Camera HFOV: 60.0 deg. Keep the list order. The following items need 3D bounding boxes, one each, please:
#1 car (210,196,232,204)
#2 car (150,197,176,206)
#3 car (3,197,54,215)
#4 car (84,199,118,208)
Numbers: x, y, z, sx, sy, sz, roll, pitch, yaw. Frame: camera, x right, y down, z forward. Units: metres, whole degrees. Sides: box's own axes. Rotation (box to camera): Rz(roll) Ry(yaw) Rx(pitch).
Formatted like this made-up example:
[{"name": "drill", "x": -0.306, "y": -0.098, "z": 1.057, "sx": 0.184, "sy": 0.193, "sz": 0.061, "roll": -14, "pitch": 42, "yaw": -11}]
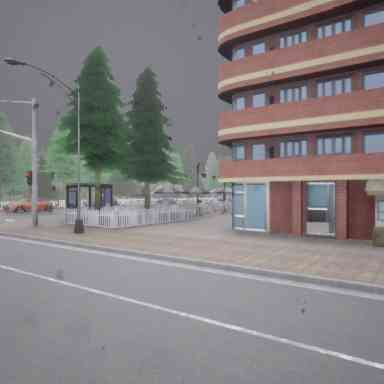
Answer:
[{"name": "car", "x": 5.483, "y": 1.509, "z": 62.300, "sx": 4.181, "sy": 1.385, "sz": 1.994, "roll": 0, "pitch": 0, "yaw": -29}, {"name": "car", "x": -4.365, "y": 1.508, "z": 49.899, "sx": 1.994, "sy": 1.385, "sz": 4.181, "roll": 0, "pitch": 0, "yaw": 42}, {"name": "car", "x": -16.499, "y": 1.296, "z": 33.609, "sx": 2.097, "sy": 1.767, "sz": 4.553, "roll": 0, "pitch": 0, "yaw": 35}, {"name": "car", "x": -12.395, "y": 1.436, "z": 45.326, "sx": 2.128, "sy": 1.511, "sz": 4.902, "roll": 0, "pitch": 0, "yaw": 37}]
